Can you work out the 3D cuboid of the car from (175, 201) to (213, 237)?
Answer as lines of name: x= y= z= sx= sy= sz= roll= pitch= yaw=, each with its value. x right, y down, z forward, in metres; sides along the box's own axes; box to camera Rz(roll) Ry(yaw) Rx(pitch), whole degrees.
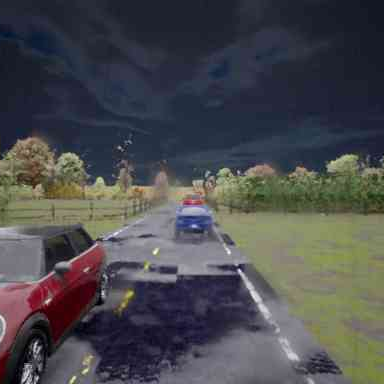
car: x=0.104 y=1.480 z=18.270 sx=1.882 sy=1.535 sz=5.008 roll=0 pitch=0 yaw=0

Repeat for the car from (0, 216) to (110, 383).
car: x=-2.749 y=1.353 z=4.999 sx=2.097 sy=1.767 sz=4.553 roll=0 pitch=0 yaw=0

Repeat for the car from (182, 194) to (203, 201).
car: x=0.109 y=1.226 z=37.701 sx=2.150 sy=2.045 sz=5.566 roll=0 pitch=0 yaw=0
